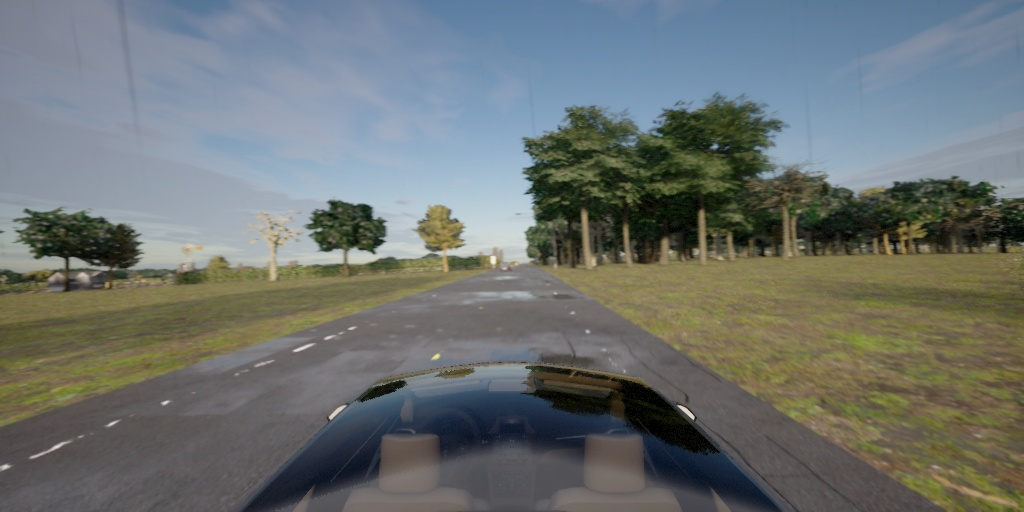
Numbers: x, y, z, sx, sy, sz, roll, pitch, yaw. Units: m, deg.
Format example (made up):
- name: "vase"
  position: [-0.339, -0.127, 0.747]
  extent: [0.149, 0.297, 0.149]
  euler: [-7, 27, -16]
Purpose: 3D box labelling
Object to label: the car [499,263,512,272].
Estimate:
- name: "car"
  position: [-1.182, 1.988, 63.107]
  extent: [1.812, 1.442, 4.674]
  euler: [-2, -1, 2]
